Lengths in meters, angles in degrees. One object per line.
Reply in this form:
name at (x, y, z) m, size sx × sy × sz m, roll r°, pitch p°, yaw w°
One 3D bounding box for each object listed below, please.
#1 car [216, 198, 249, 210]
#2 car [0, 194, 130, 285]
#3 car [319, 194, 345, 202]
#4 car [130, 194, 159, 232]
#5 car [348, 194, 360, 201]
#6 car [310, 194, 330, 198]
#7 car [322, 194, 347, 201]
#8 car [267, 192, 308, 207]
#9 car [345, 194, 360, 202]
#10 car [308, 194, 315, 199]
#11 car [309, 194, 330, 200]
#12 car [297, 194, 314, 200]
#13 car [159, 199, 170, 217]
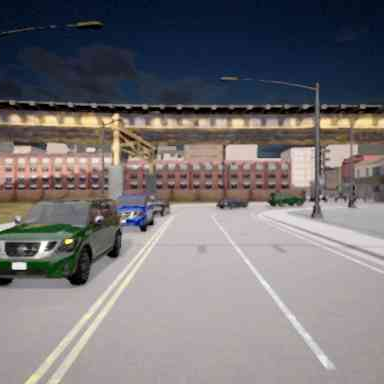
car at (5.140, 1.426, 41.926) m, size 2.033 × 1.411 × 5.357 m, roll 0°, pitch 0°, yaw 39°
car at (-3.570, 1.191, 9.745) m, size 2.150 × 2.045 × 5.566 m, roll 0°, pitch 0°, yaw 1°
car at (29.418, 1.256, 68.694) m, size 2.038 × 1.542 × 4.974 m, roll 0°, pitch 0°, yaw -29°
car at (-3.563, 1.162, 20.148) m, size 2.150 × 2.045 × 5.566 m, roll 0°, pitch 0°, yaw 0°
car at (32.480, 1.105, 66.568) m, size 1.853 × 1.218 × 4.536 m, roll 0°, pitch 0°, yaw 31°
car at (33.941, 1.044, 88.245) m, size 1.853 × 1.218 × 4.536 m, roll 0°, pitch 0°, yaw -34°
car at (29.393, 1.099, 68.739) m, size 1.853 × 1.218 × 4.536 m, roll 0°, pitch 0°, yaw -29°
car at (13.566, 1.083, 48.193) m, size 5.566 × 2.045 × 2.150 m, roll 0°, pitch 0°, yaw -24°
car at (32.454, 1.262, 66.524) m, size 2.038 × 1.542 × 4.974 m, roll 0°, pitch 0°, yaw 31°
car at (29.863, 1.046, 87.519) m, size 4.536 × 1.218 × 1.853 m, roll 0°, pitch 0°, yaw -39°
car at (33.912, 1.201, 88.289) m, size 2.038 × 1.542 × 4.974 m, roll 0°, pitch 0°, yaw -34°
car at (29.903, 1.203, 87.552) m, size 4.974 × 1.542 × 2.038 m, roll 0°, pitch 0°, yaw -39°
car at (-3.199, 1.402, 30.603) m, size 2.128 × 1.511 × 4.902 m, roll 0°, pitch 0°, yaw 6°
